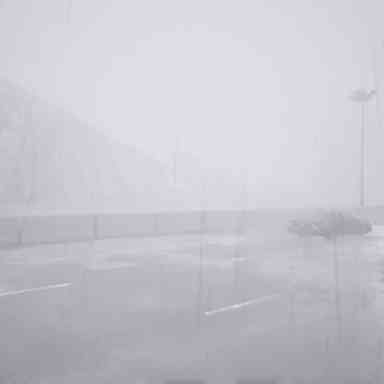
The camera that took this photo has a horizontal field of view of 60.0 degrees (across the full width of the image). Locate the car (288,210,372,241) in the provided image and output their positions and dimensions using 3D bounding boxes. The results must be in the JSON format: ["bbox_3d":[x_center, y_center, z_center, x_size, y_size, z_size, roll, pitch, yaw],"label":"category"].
[{"bbox_3d":[7.387,1.687,17.622,5.357,1.411,2.033,1,0,-36],"label":"car"}]
